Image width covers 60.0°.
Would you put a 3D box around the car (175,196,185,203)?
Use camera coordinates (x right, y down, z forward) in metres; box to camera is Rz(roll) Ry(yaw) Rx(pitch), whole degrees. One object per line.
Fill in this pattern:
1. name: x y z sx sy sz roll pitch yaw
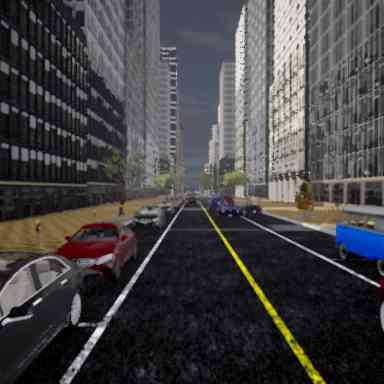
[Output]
1. car: -2.584 1.551 72.376 1.947 1.339 4.313 0 0 0

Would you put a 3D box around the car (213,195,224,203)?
1. car: 5.796 1.443 72.362 1.967 1.590 4.097 0 0 0

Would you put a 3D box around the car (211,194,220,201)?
1. car: 5.814 1.440 83.729 1.967 1.590 4.097 0 0 0

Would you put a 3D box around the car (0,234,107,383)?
1. car: -2.696 1.545 4.172 2.008 1.369 4.403 0 0 0

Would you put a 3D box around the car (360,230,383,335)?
1. car: 3.644 1.485 3.239 1.882 1.535 5.008 0 0 7

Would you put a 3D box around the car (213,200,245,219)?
1. car: 3.097 1.605 28.950 1.895 1.301 4.718 0 0 1

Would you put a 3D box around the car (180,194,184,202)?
1. car: -2.622 1.430 49.641 1.967 1.590 4.097 0 0 0

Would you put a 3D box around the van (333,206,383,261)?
1. van: 5.693 1.353 9.842 1.690 1.788 3.998 0 0 0

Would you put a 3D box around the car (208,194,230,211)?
1. car: 3.094 1.354 40.834 2.097 1.767 4.553 0 0 1

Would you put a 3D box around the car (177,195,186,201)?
1. car: -2.565 1.533 83.743 2.008 1.369 4.403 0 0 0

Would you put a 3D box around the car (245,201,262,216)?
1. car: 5.732 1.560 32.576 2.008 1.369 4.403 0 0 0

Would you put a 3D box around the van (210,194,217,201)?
1. van: 5.823 1.340 89.413 1.690 1.788 3.998 0 0 0

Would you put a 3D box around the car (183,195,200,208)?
1. car: 0.076 1.500 49.237 1.837 1.490 4.892 0 0 0

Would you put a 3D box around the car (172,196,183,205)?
1. car: -2.602 1.513 60.839 1.752 1.417 4.829 0 0 0

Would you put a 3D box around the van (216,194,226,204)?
1. van: 5.786 1.346 66.679 1.690 1.788 3.998 0 0 0

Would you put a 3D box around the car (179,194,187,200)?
1. car: -2.547 1.419 95.111 1.967 1.590 4.097 0 0 0

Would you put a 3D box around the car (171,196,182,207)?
1. car: -2.630 1.572 43.957 1.802 1.307 4.206 0 0 0

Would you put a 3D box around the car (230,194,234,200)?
1. car: 5.767 1.322 55.311 2.192 1.841 5.009 0 0 0

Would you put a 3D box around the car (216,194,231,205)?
1. car: 5.776 1.321 60.995 2.192 1.841 5.009 0 0 0

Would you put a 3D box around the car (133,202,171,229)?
1. car: -2.668 1.544 21.223 2.008 1.369 4.403 0 0 0

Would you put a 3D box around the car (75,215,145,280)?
1. car: -2.686 1.576 9.856 1.802 1.307 4.206 0 0 0

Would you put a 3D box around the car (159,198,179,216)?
1. car: -2.649 1.543 32.590 2.008 1.369 4.403 0 0 0
